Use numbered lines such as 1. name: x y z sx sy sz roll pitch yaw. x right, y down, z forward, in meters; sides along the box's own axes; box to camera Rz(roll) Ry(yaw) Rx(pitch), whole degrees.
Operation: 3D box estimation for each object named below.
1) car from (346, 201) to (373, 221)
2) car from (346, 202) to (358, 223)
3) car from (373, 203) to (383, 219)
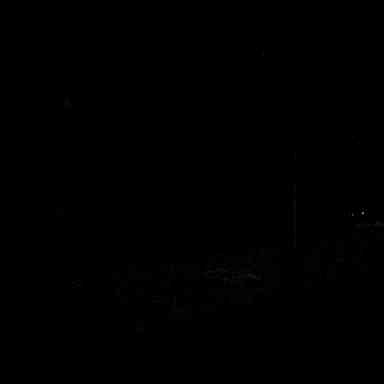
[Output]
1. car: 10.918 1.209 26.619 2.150 2.045 5.566 0 0 -35
2. car: 9.380 1.539 24.399 1.947 1.339 4.313 0 0 -35
3. car: 15.918 1.580 29.054 1.947 1.339 4.313 0 0 -35
